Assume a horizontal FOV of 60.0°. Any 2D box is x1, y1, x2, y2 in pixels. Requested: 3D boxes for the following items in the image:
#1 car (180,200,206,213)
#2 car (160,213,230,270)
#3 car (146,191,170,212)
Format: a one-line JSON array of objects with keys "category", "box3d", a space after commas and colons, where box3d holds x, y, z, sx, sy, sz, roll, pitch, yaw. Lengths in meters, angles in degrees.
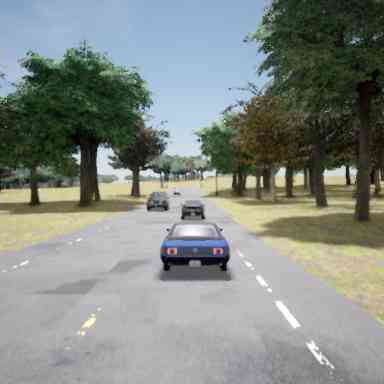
[{"category": "car", "box3d": [0.079, 1.399, 27.844, 1.837, 1.490, 4.892, 0, 1, 0]}, {"category": "car", "box3d": [0.087, 1.586, 10.967, 1.895, 1.301, 4.718, 0, 0, 0]}, {"category": "car", "box3d": [-3.616, 0.974, 36.348, 2.150, 2.045, 5.566, 0, 1, 0]}]
